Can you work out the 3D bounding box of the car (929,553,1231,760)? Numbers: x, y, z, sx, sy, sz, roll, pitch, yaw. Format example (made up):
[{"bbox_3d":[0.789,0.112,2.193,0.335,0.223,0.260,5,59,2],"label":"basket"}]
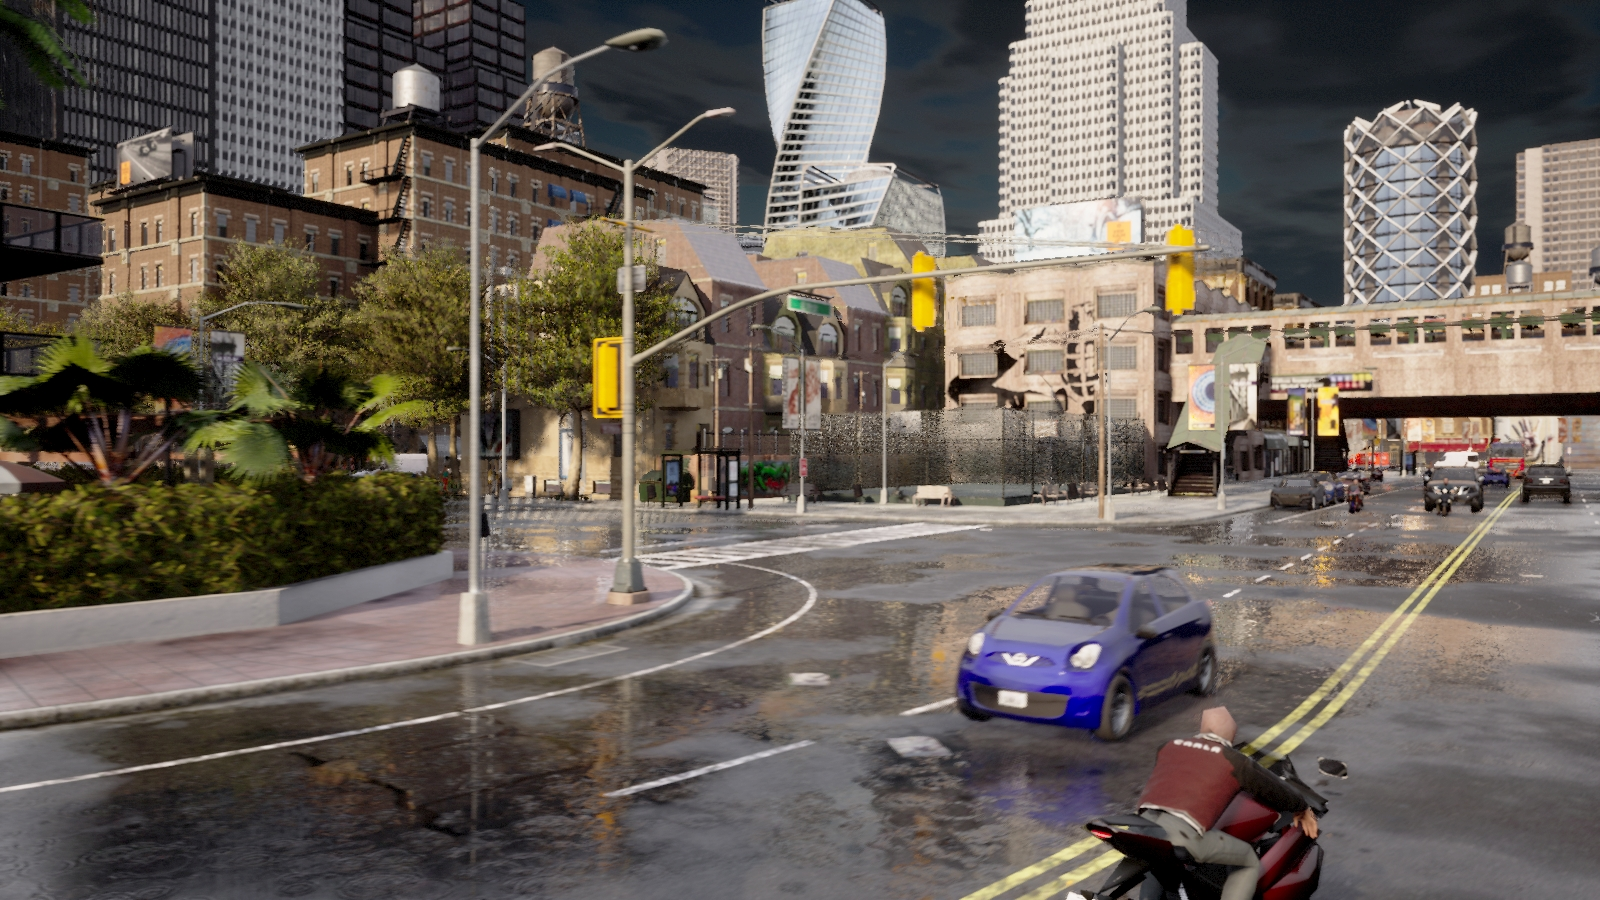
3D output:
[{"bbox_3d":[3.129,2.040,12.292,1.845,1.501,3.633,0,0,38],"label":"car"}]

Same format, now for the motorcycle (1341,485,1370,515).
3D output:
[{"bbox_3d":[24.716,2.212,50.797,0.867,1.251,2.209,0,0,33],"label":"motorcycle"}]

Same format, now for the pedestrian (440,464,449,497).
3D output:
[{"bbox_3d":[-20.148,1.714,64.765,0.375,1.860,0.375,0,0,44],"label":"pedestrian"}]

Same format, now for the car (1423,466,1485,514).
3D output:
[{"bbox_3d":[30.534,1.786,53.258,2.150,2.045,5.566,0,0,33],"label":"car"}]

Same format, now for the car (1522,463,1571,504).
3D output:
[{"bbox_3d":[40.894,1.786,62.586,2.150,2.045,5.566,0,0,33],"label":"car"}]

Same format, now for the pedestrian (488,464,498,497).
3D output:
[{"bbox_3d":[-17.386,1.711,64.653,0.375,1.860,0.375,0,0,34],"label":"pedestrian"}]

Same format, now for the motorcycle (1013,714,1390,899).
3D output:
[{"bbox_3d":[2.102,2.206,5.774,2.209,1.251,0.867,0,-1,-43],"label":"motorcycle"}]

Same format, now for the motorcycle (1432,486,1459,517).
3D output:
[{"bbox_3d":[27.526,2.188,48.698,0.856,1.236,1.805,0,0,33],"label":"motorcycle"}]
